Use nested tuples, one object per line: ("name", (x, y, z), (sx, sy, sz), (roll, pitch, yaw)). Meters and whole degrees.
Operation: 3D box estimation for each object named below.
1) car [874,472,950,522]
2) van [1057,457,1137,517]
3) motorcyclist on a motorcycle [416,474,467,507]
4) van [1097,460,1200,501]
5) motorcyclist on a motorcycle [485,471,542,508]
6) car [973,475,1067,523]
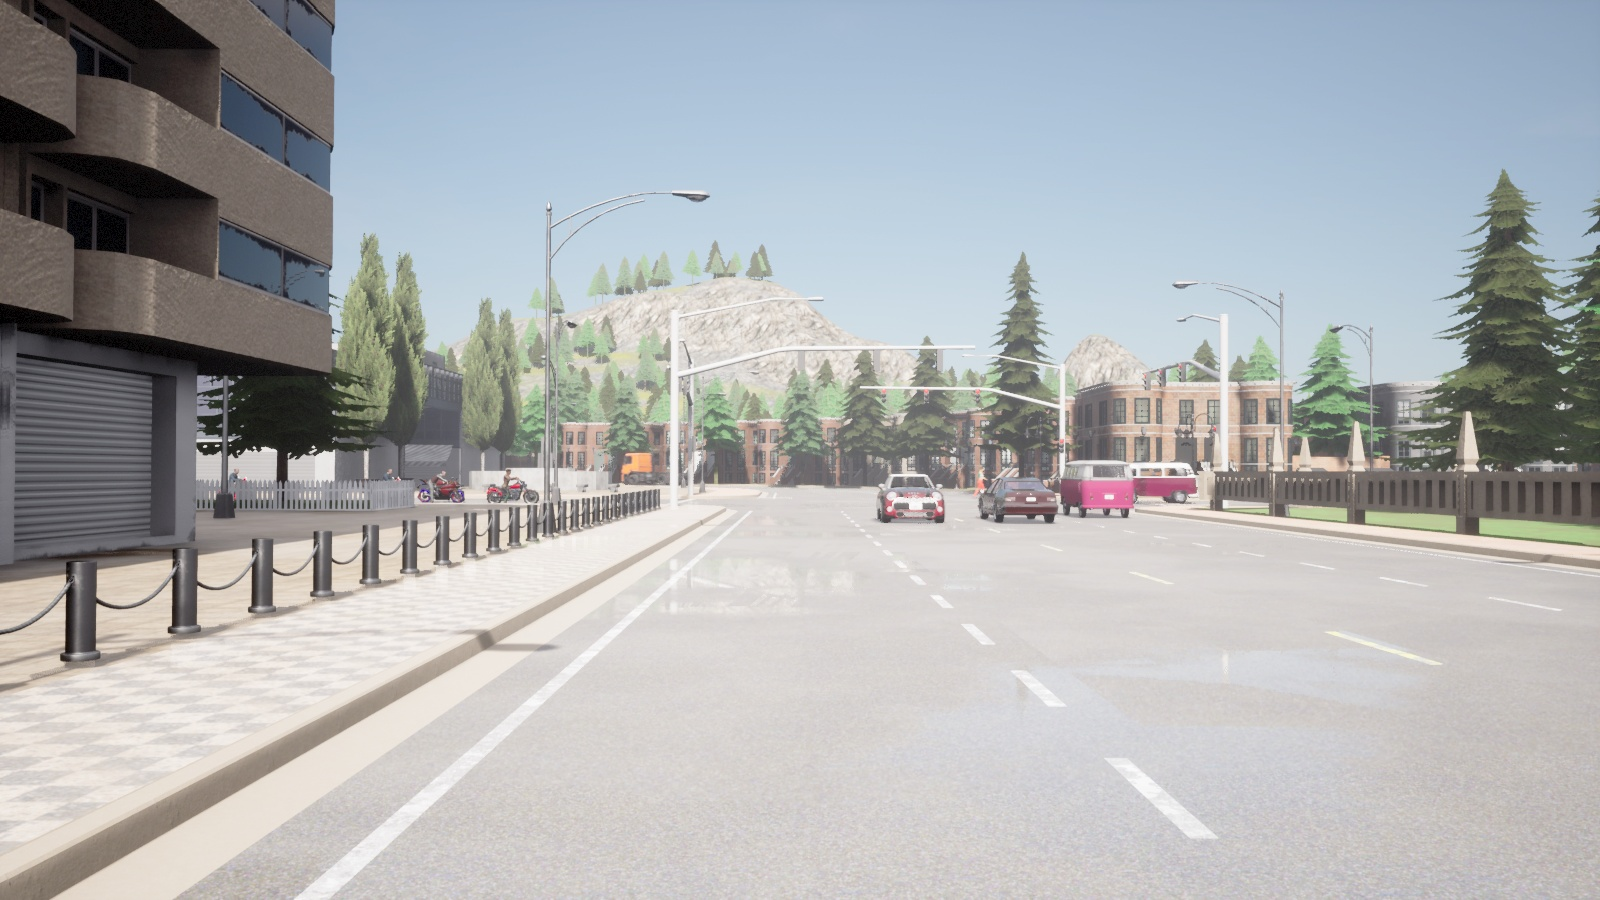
("car", (3.402, 1.415, 38.745), (1.970, 1.475, 3.806), (0, -1, 0))
("van", (10.387, 1.266, 44.219), (1.775, 1.987, 4.442), (0, -1, 0))
("motorcyclist on a motorcycle", (-16.851, 1.906, 59.067), (2.191, 1.530, 0.866), (0, -1, 0))
("van", (17.337, 1.518, 62.626), (4.480, 2.038, 2.069), (0, -1, -2))
("motorcyclist on a motorcycle", (-12.683, 1.747, 55.582), (2.350, 1.649, 0.766), (0, -1, 0))
("car", (6.898, 1.504, 39.958), (2.033, 1.411, 5.357), (0, -1, 0))
